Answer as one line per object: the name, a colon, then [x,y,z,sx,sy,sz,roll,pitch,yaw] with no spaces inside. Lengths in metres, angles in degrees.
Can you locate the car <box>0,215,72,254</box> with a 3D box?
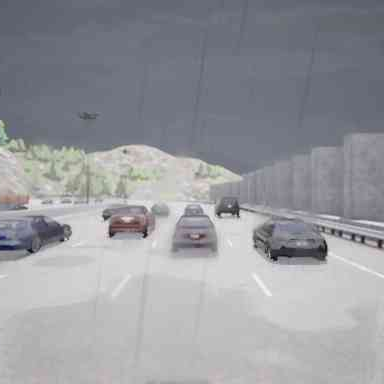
car: [-6.883,1.686,14.127,2.033,1.411,5.357,0,-1,0]

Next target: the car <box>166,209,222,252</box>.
car: [0.120,1.685,14.595,2.033,1.411,5.357,0,-1,0]

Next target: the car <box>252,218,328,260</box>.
car: [3.608,1.683,12.884,1.994,1.385,4.181,0,0,0]

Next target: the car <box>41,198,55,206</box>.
car: [-30.458,2.103,70.248,1.812,1.442,4.674,0,-1,-10]

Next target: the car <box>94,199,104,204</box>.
car: [-20.153,2.169,72.305,2.128,1.511,4.902,0,-1,-10]

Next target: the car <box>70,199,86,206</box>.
car: [-23.114,2.104,68.528,1.812,1.442,4.674,0,-1,-8]

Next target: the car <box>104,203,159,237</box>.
car: [-3.355,1.537,19.403,2.097,1.767,4.553,0,-1,0]

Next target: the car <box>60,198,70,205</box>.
car: [-27.277,2.073,72.415,1.994,1.385,4.181,0,-1,-10]

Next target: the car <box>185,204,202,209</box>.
car: [0.136,1.833,30.640,2.033,1.411,5.357,0,-1,0]

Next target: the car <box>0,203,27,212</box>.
car: [-17.578,1.803,31.764,2.128,1.511,4.902,0,-1,-1]

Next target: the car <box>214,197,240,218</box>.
car: [3.590,1.541,34.546,2.150,2.045,5.566,0,-1,-1]

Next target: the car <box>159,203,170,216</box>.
car: [-3.440,1.902,35.953,1.994,1.385,4.181,0,-1,-1]

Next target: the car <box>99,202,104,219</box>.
car: [-6.861,1.840,30.697,2.033,1.411,5.357,0,-1,0]
